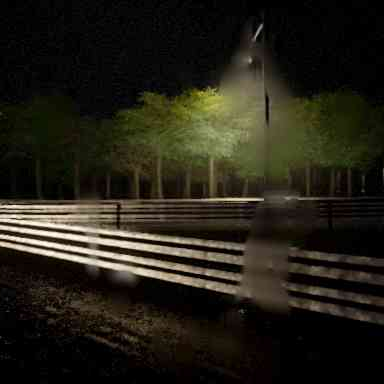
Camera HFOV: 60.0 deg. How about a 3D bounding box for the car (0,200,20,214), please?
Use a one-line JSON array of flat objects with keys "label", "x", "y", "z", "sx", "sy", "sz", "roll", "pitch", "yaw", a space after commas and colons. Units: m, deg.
[{"label": "car", "x": -14.752, "y": 1.329, "z": 23.796, "sx": 4.792, "sy": 1.488, "sz": 2.163, "roll": 0, "pitch": 0, "yaw": 13}]
